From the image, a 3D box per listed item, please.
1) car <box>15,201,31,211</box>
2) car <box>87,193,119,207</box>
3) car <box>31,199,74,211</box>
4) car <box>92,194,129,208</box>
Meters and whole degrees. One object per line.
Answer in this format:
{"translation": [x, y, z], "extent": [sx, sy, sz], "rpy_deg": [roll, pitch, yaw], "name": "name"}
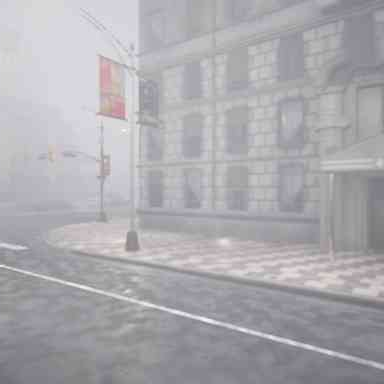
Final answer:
{"translation": [-18.914, 1.539, 41.352], "extent": [2.033, 1.411, 5.357], "rpy_deg": [0, 0, 36], "name": "car"}
{"translation": [-12.938, 1.211, 49.581], "extent": [2.150, 2.045, 5.566], "rpy_deg": [0, 0, 36], "name": "car"}
{"translation": [-16.128, 1.556, 39.233], "extent": [1.994, 1.385, 4.181], "rpy_deg": [0, 0, 36], "name": "car"}
{"translation": [-10.966, 1.468, 46.345], "extent": [1.882, 1.535, 5.008], "rpy_deg": [0, 0, 36], "name": "car"}
